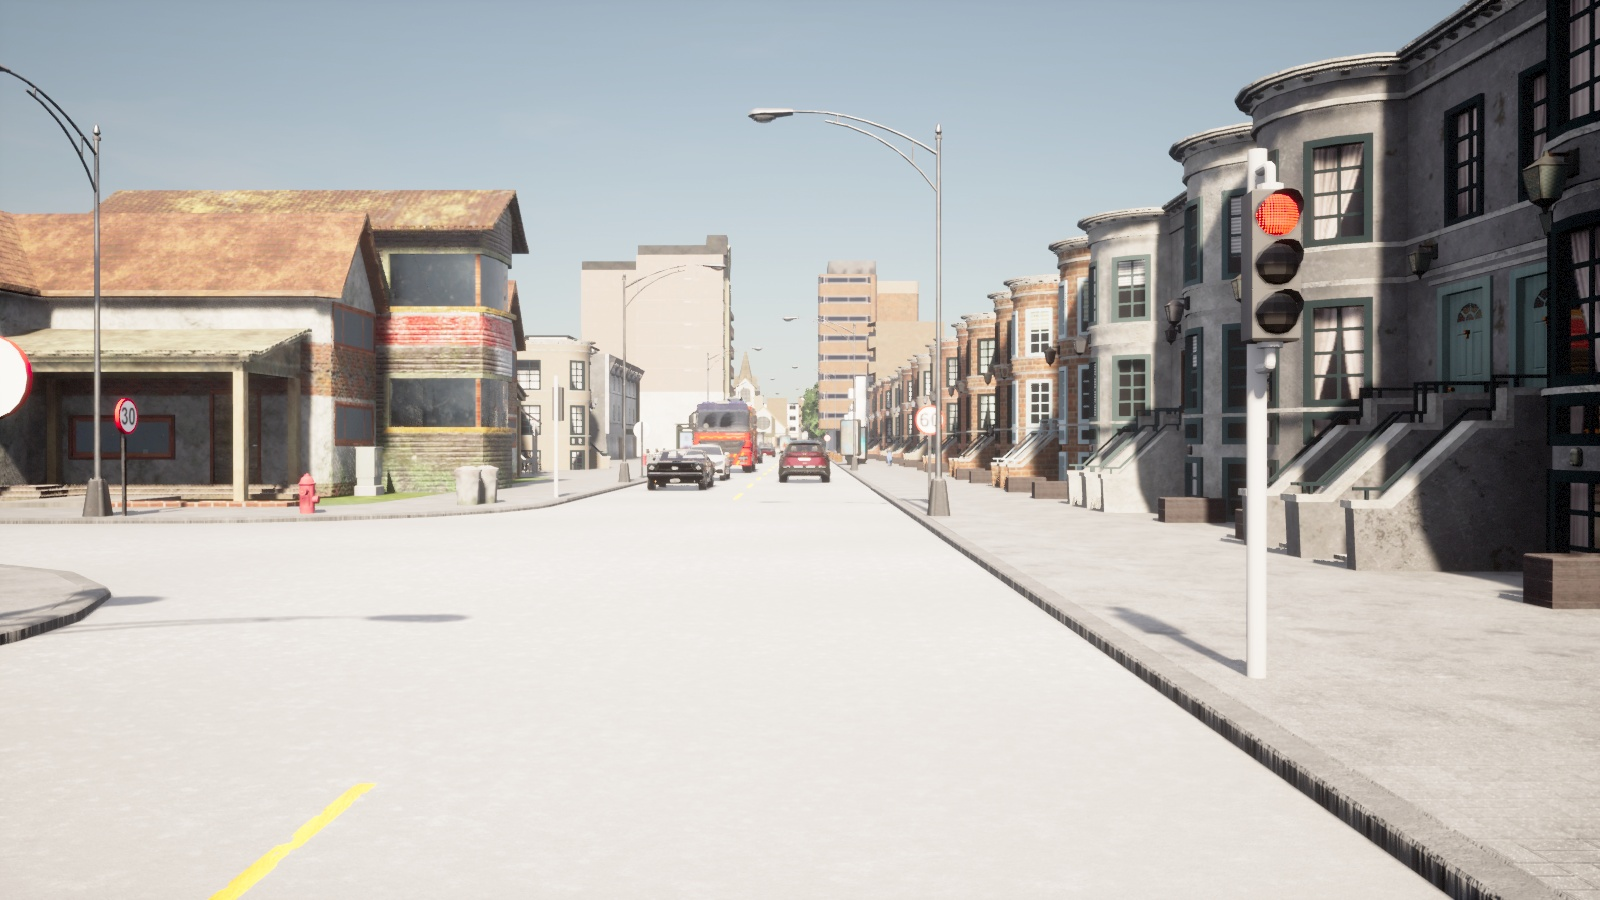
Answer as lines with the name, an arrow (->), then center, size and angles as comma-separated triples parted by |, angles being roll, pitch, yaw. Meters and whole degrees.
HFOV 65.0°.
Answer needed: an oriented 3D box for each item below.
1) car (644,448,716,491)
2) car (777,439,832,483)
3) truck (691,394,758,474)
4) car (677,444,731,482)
car -> -3.852, 0.612, 41.032 | 1.895, 1.301, 4.718 | 0, 0, 0
car -> 0.174, 0.400, 49.067 | 2.033, 1.649, 4.856 | 0, 0, 0
truck -> -3.768, -0.786, 64.696 | 2.891, 3.827, 8.468 | 0, 0, 0
car -> -3.820, 0.482, 50.824 | 1.812, 1.442, 4.674 | 0, 0, 0
